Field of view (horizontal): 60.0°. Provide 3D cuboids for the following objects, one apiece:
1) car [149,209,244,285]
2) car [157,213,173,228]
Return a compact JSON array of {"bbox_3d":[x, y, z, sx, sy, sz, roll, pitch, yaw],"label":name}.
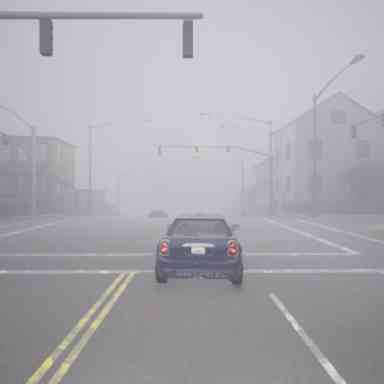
[{"bbox_3d":[0.310,1.350,9.679,2.097,1.767,4.553,0,0,4],"label":"car"},{"bbox_3d":[-3.724,4.110,46.809,1.837,1.490,4.892,0,-12,-1],"label":"car"}]
